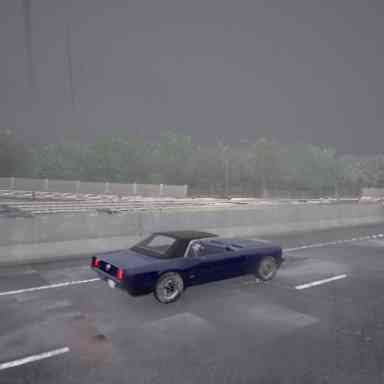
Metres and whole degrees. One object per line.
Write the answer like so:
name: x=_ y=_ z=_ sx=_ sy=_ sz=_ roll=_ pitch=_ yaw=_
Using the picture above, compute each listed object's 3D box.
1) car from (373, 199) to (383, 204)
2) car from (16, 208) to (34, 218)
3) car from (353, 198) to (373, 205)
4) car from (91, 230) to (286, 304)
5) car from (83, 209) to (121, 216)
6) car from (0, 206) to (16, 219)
car: x=26.602 y=1.632 z=44.355 sx=4.674 sy=1.442 sz=1.812 roll=1 pitch=0 yaw=-35
car: x=-12.287 y=1.565 z=21.023 sx=4.181 sy=1.385 sz=1.994 roll=0 pitch=0 yaw=-36
car: x=24.816 y=1.647 z=47.378 sx=4.674 sy=1.442 sz=1.812 roll=0 pitch=0 yaw=-36
car: x=0.140 y=1.604 z=8.155 sx=4.718 sy=1.301 sz=1.895 roll=0 pitch=0 yaw=-36
car: x=-5.100 y=1.605 z=17.552 sx=4.718 sy=1.301 sz=1.895 roll=0 pitch=0 yaw=-36
car: x=-12.164 y=1.547 z=16.811 sx=5.357 sy=1.411 sz=2.033 roll=0 pitch=0 yaw=-36
